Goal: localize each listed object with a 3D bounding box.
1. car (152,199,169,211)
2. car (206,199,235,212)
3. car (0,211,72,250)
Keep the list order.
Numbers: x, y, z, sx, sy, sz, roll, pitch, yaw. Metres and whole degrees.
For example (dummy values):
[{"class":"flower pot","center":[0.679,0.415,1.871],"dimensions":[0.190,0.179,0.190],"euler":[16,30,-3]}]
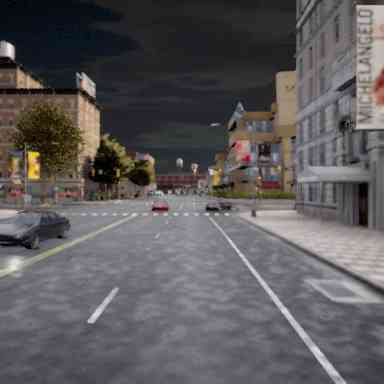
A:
[{"class":"car","center":[-3.864,1.555,40.501],"dimensions":[1.994,1.385,4.181],"euler":[0,0,-4]},{"class":"car","center":[3.457,1.556,39.711],"dimensions":[1.994,1.385,4.181],"euler":[0,0,39]},{"class":"car","center":[-7.012,1.544,14.599],"dimensions":[2.033,1.411,5.357],"euler":[0,0,0]}]
